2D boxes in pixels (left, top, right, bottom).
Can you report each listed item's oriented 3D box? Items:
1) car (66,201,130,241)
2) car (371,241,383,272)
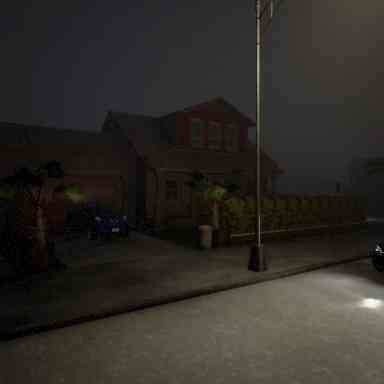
[{"bbox_3d":[-4.134,1.174,14.517,1.845,1.501,3.633,0,0,-38],"label":"car"},{"bbox_3d":[7.077,1.526,9.569,4.674,1.442,1.812,0,0,-35],"label":"car"}]
